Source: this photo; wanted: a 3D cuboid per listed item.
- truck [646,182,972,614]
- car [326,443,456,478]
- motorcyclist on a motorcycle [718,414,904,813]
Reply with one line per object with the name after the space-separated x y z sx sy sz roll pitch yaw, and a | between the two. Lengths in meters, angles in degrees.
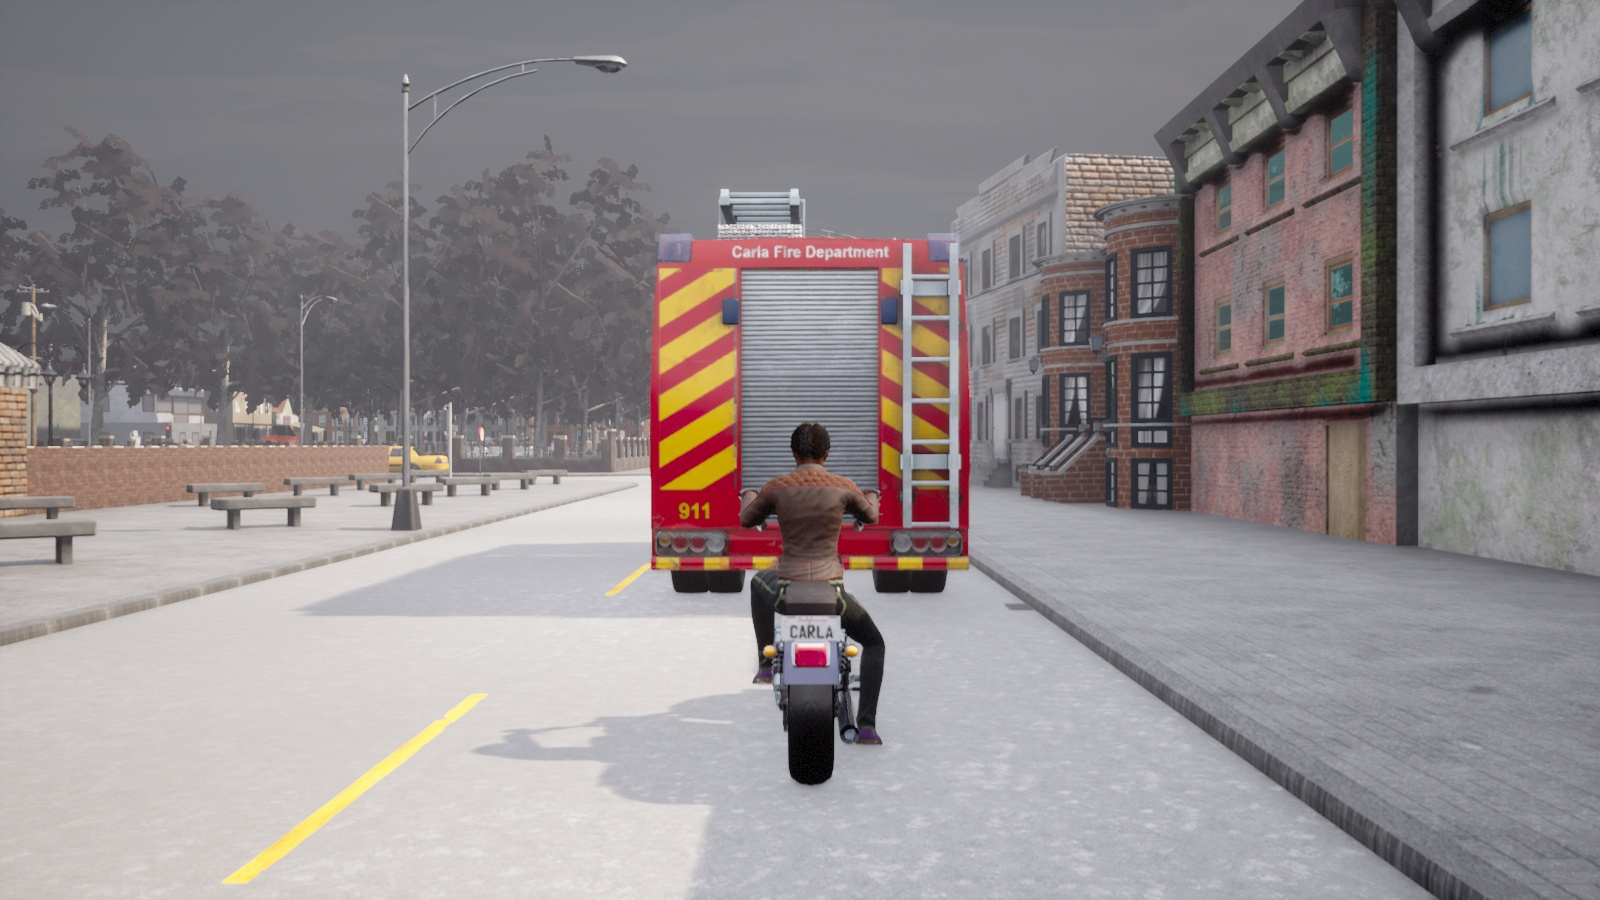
0.104 -0.475 15.364 2.891 3.827 8.468 0 0 0 | truck
-18.582 0.459 57.225 5.366 1.575 1.801 0 0 -2 | car
0.052 0.674 6.364 0.766 1.649 2.350 0 0 0 | motorcyclist on a motorcycle
